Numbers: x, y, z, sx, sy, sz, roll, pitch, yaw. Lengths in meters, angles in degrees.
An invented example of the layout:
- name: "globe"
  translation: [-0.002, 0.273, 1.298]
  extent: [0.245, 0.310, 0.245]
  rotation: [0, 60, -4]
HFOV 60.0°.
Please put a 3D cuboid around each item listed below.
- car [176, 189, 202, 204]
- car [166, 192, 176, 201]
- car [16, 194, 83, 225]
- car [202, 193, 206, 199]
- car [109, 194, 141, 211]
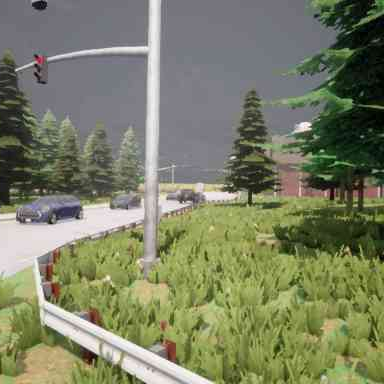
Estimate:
- name: "car"
  translation: [-0.341, 0.591, 46.832]
  extent: [2.150, 2.045, 5.566]
  rotation: [1, 1, 9]
- name: "car"
  translation: [-2.902, 0.772, 53.967]
  extent: [1.994, 1.385, 4.181]
  rotation: [1, 1, 9]
- name: "car"
  translation: [-8.657, 0.952, 20.627]
  extent: [2.097, 1.767, 4.553]
  rotation: [1, 1, 10]
- name: "car"
  translation: [1.241, 0.788, 57.384]
  extent: [2.033, 1.411, 5.357]
  rotation: [1, 1, 9]
- name: "car"
  translation: [-6.444, 0.962, 32.544]
  extent: [1.837, 1.490, 4.892]
  rotation: [1, 3, 10]
